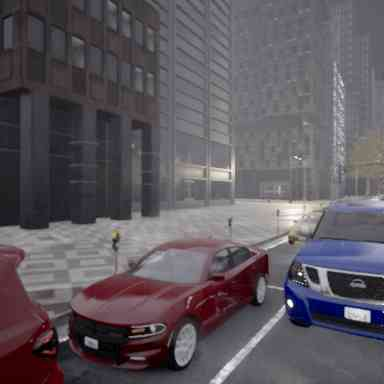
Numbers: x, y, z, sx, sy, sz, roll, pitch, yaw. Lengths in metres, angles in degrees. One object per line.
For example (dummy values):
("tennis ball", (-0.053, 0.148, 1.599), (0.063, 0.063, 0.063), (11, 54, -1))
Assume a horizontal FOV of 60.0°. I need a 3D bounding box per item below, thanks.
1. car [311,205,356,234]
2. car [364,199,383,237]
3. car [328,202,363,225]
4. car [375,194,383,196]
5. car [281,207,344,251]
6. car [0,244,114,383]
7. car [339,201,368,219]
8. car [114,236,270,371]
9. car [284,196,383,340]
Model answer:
("car", (8.608, 1.542, 20.016), (1.887, 1.381, 4.507), (0, 0, 31))
("car", (10.845, 1.349, 18.355), (2.097, 1.767, 4.553), (0, 0, 31))
("car", (11.485, 1.541, 24.733), (1.887, 1.381, 4.507), (0, 0, 31))
("car", (34.125, 1.536, 61.817), (1.752, 1.417, 4.829), (0, 0, 31))
("car", (5.643, 1.523, 15.153), (1.752, 1.417, 4.829), (0, 0, 31))
("car", (-2.900, 1.315, 1.146), (2.192, 1.841, 5.009), (0, 0, 31))
("car", (14.362, 1.541, 29.450), (1.887, 1.381, 4.507), (0, 0, 31))
("car", (-0.023, 1.544, 5.864), (1.887, 1.381, 4.507), (0, 0, 31))
("car", (3.573, 1.220, 6.623), (2.150, 2.045, 5.566), (0, 0, 32))
